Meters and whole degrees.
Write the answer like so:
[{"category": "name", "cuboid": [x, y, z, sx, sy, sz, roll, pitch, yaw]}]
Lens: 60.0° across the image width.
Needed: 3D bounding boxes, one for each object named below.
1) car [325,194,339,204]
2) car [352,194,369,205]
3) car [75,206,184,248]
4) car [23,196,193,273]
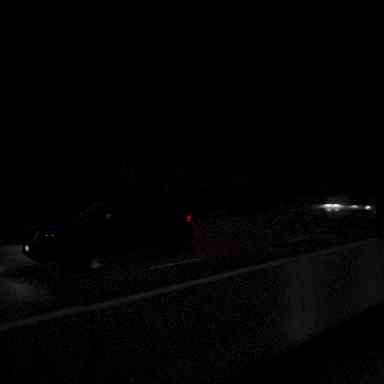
[{"category": "car", "cuboid": [21.698, 1.068, 51.567, 2.128, 1.511, 4.902, -1, 0, 20]}, {"category": "car", "cuboid": [23.519, 1.030, 46.502, 1.882, 1.535, 5.008, -1, 0, 22]}, {"category": "car", "cuboid": [-2.768, 1.481, 15.501, 4.674, 1.442, 1.812, -1, 0, -41]}, {"category": "car", "cuboid": [-2.506, 1.193, 11.112, 5.566, 2.045, 2.150, -1, 0, -40]}]
